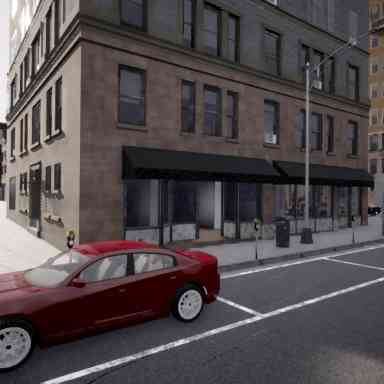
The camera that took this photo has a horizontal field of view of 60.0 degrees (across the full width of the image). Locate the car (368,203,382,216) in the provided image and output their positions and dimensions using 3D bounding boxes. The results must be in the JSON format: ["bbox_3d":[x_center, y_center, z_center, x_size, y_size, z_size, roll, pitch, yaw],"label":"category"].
[{"bbox_3d":[14.477,1.444,30.170,1.895,1.301,4.718,1,0,-35],"label":"car"}]

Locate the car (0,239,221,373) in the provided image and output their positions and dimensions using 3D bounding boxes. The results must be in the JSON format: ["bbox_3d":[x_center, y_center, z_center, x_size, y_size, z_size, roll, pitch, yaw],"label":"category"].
[{"bbox_3d":[-1.564,1.545,5.638,4.507,1.381,1.887,0,1,-35],"label":"car"}]

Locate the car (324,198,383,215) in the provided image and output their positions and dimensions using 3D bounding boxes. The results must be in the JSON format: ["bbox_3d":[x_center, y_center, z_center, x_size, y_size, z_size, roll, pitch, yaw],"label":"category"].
[{"bbox_3d":[16.242,1.411,33.322,2.033,1.411,5.357,1,0,-35],"label":"car"}]
